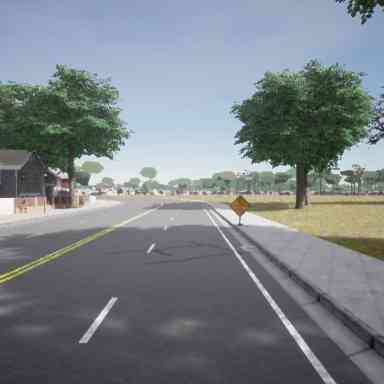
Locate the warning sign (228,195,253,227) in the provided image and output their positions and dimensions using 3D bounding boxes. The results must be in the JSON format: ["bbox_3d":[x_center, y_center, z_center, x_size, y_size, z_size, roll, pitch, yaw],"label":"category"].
[{"bbox_3d":[2.863,1.106,19.773,1.300,1.860,1.060,1,1,0],"label":"warning sign"}]
